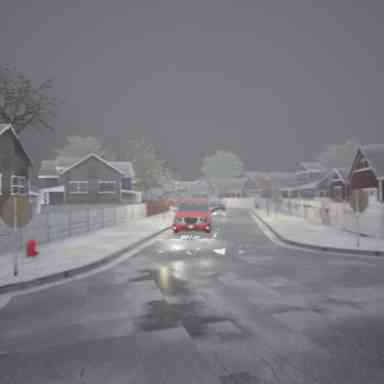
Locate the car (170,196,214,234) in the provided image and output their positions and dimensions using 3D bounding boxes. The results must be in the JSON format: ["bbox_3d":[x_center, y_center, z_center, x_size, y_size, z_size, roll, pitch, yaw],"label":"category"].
[{"bbox_3d":[0.115,1.489,20.855,2.150,2.045,5.566,-1,1,4],"label":"car"}]

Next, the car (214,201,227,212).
[{"bbox_3d":[3.263,1.852,43.348,2.033,1.411,5.357,-1,-1,-3],"label":"car"}]

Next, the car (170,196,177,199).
[{"bbox_3d":[-3.188,1.925,67.638,2.150,2.045,5.566,-1,-1,-16],"label":"car"}]
